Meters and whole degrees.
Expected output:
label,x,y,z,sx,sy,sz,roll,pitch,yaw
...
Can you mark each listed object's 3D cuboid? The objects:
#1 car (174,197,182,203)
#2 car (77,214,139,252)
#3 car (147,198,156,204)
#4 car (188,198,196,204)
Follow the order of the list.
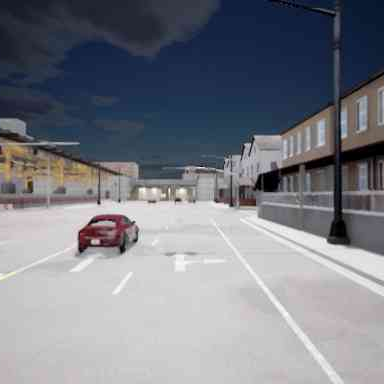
label,x,y,z,sx,sy,sz,roll,pitch,yaw
car,-3.507,2.143,84.391,1.837,1.490,4.892,0,-1,0
car,-3.497,1.662,14.373,1.812,1.442,4.674,0,0,0
car,-10.507,2.341,86.827,1.812,1.442,4.674,0,-1,0
car,-0.007,2.168,84.390,2.128,1.511,4.902,0,-1,0
